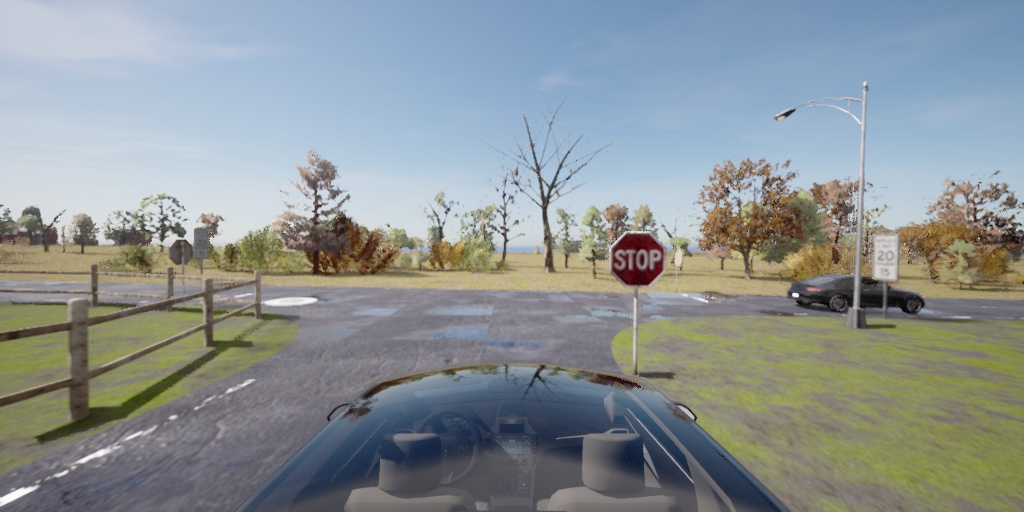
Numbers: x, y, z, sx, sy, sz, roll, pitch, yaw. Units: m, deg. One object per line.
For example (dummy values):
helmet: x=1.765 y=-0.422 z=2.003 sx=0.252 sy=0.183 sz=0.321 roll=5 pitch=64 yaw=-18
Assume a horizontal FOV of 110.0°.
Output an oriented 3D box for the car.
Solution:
car: x=13.907 y=1.475 z=14.672 sx=4.674 sy=1.442 sz=1.812 roll=1 pitch=1 yaw=0
